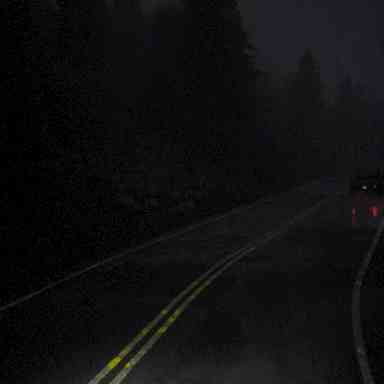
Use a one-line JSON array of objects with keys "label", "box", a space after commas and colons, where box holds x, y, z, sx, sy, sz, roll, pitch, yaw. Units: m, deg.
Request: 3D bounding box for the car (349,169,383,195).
[{"label": "car", "box": [11.650, -0.762, 21.824, 2.128, 1.511, 4.902, 2, 8, 34]}]
